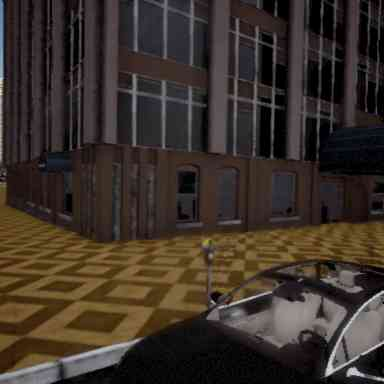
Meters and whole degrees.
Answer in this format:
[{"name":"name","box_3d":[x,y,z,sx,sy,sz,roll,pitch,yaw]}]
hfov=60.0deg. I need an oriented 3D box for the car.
[{"name":"car","box_3d":[1.310,1.496,3.464,4.403,1.369,2.008,1,1,-35]}]
